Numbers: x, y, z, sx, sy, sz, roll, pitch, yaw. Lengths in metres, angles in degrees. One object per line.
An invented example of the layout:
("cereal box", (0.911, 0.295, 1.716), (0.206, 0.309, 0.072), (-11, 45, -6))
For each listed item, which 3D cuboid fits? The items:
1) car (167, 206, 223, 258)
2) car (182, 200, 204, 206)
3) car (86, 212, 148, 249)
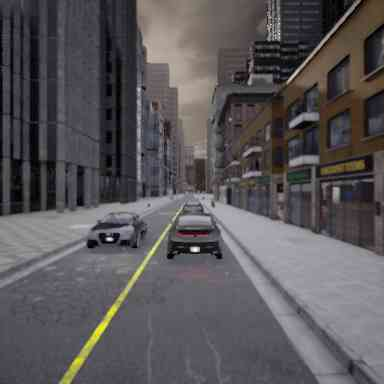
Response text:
("car", (0.098, 1.519, 12.722), (1.837, 1.490, 4.892), (0, 0, 0))
("car", (0.095, 1.524, 30.994), (2.128, 1.511, 4.902), (0, 0, 0))
("car", (-3.101, 1.579, 14.453), (1.994, 1.385, 4.181), (0, 0, 0))
